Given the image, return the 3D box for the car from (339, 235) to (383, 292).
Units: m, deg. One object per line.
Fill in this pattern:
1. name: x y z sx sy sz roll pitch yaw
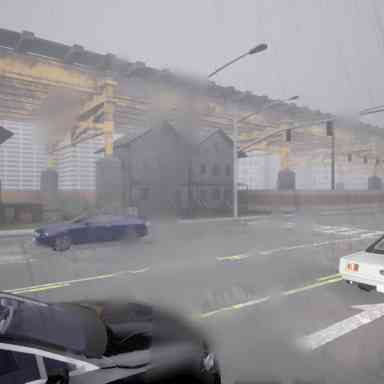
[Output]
1. car: 5.565 1.601 7.740 4.718 1.301 1.895 0 0 -35

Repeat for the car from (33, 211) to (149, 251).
1. car: -4.086 1.526 13.968 4.674 1.442 1.812 0 0 -35

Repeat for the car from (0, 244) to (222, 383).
1. car: -1.951 1.492 2.354 4.902 1.511 2.128 0 0 -35
